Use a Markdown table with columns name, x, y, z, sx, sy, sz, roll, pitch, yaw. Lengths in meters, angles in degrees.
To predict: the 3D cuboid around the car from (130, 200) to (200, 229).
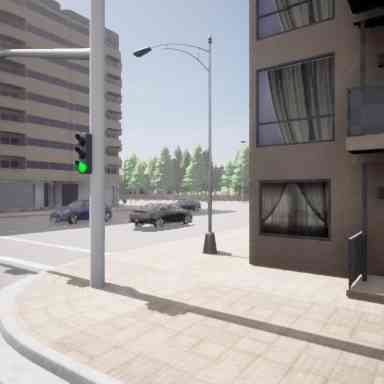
| name | x | y | z | sx | sy | sz | roll | pitch | yaw |
| --- | --- | --- | --- | --- | --- | --- | --- | --- | --- |
| car | -1.871 | 1.492 | 21.615 | 2.128 | 1.511 | 4.902 | 0 | 0 | 35 |

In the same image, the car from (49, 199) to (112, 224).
| name | x | y | z | sx | sy | sz | roll | pitch | yaw |
| --- | --- | --- | --- | --- | --- | --- | --- | --- | --- |
| car | -8.244 | 1.352 | 24.887 | 2.097 | 1.767 | 4.553 | 0 | 0 | 35 |

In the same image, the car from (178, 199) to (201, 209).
| name | x | y | z | sx | sy | sz | roll | pitch | yaw |
| --- | --- | --- | --- | --- | --- | --- | --- | --- | --- |
| car | -0.944 | 1.488 | 35.275 | 2.128 | 1.511 | 4.902 | 0 | 0 | 35 |
